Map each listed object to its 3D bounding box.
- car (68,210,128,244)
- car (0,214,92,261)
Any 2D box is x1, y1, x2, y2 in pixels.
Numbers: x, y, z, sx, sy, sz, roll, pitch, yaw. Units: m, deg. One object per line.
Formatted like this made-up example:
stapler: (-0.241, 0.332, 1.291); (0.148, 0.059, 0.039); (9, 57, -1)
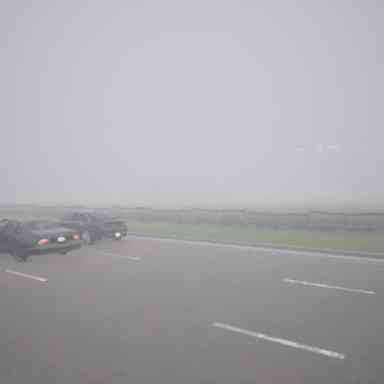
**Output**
car: (-5.267, 1.657, 16.255); (4.892, 1.490, 1.837); (0, 0, 36)
car: (-6.501, 1.686, 12.823); (5.357, 1.411, 2.033); (-1, 0, 36)
